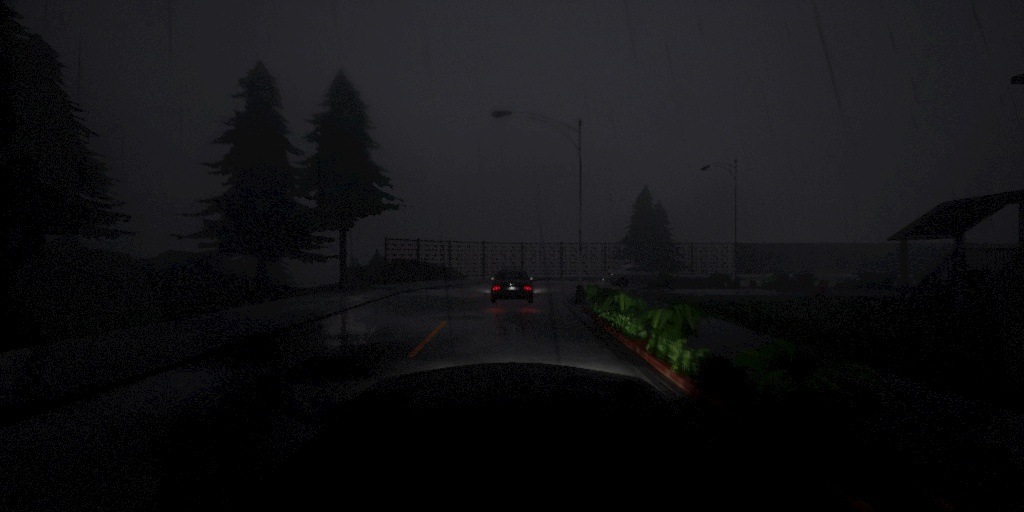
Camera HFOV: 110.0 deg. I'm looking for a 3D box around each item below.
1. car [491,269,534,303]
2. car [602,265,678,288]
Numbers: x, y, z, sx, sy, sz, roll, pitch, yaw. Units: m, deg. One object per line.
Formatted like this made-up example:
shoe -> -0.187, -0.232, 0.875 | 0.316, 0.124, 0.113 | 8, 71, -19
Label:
car -> 0.000, 1.314, 16.498 | 2.033, 1.411, 5.357 | 0, 0, 0
car -> 8.198, 1.283, 23.124 | 4.674, 1.442, 1.812 | 0, 0, 0
